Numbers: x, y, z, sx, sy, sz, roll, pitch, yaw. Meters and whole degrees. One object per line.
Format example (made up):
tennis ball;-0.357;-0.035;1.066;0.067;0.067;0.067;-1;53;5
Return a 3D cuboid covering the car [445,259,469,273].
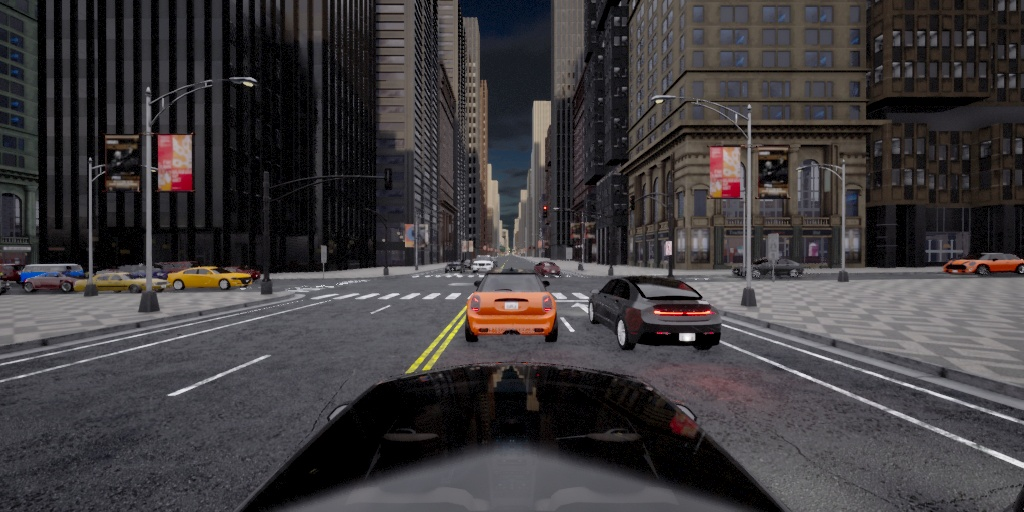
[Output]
car;-6.688;1.299;42.473;1.994;1.385;4.181;0;0;0

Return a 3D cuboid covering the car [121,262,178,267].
car;-29.563;1.473;27.969;4.553;1.767;2.097;-1;0;0

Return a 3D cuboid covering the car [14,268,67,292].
car;-30.775;1.715;24.783;4.181;1.385;1.994;-1;0;1

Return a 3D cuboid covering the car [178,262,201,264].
car;-29.122;1.419;30.643;5.009;1.841;2.192;0;0;0

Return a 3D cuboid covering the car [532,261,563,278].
car;3.432;1.266;35.627;1.812;1.442;4.674;-1;0;-11

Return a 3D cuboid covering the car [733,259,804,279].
car;19.927;0.954;27.999;4.892;1.490;1.837;-1;0;0

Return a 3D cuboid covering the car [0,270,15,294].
car;-33.817;1.754;22.109;4.403;1.370;2.007;0;0;0

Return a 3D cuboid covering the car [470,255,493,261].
car;-3.440;0.956;43.315;2.150;2.045;5.566;0;0;0

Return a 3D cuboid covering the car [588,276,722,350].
car;3.237;1.254;9.059;1.837;1.490;4.892;0;0;0

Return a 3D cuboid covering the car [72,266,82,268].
car;-34.209;1.755;30.649;4.207;1.307;1.802;0;0;0

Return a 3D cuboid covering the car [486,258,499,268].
car;-3.450;1.207;63.554;2.128;1.511;4.902;0;0;0

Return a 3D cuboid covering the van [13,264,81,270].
van;-39.296;1.583;30.655;3.998;1.789;1.690;0;0;0

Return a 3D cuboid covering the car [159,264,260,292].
car;-20.776;1.492;24.768;5.008;1.535;1.882;-1;0;0

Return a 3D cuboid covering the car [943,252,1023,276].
car;36.824;0.574;28.002;4.553;1.767;2.097;-1;0;0

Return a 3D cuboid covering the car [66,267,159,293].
car;-23.876;1.596;22.109;4.829;1.417;1.751;0;0;0

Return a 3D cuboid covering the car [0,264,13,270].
car;-44.383;1.626;30.661;5.009;1.841;2.192;0;0;0

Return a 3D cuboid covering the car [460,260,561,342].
car;-0.005;1.102;9.920;2.097;1.767;4.553;0;0;0
